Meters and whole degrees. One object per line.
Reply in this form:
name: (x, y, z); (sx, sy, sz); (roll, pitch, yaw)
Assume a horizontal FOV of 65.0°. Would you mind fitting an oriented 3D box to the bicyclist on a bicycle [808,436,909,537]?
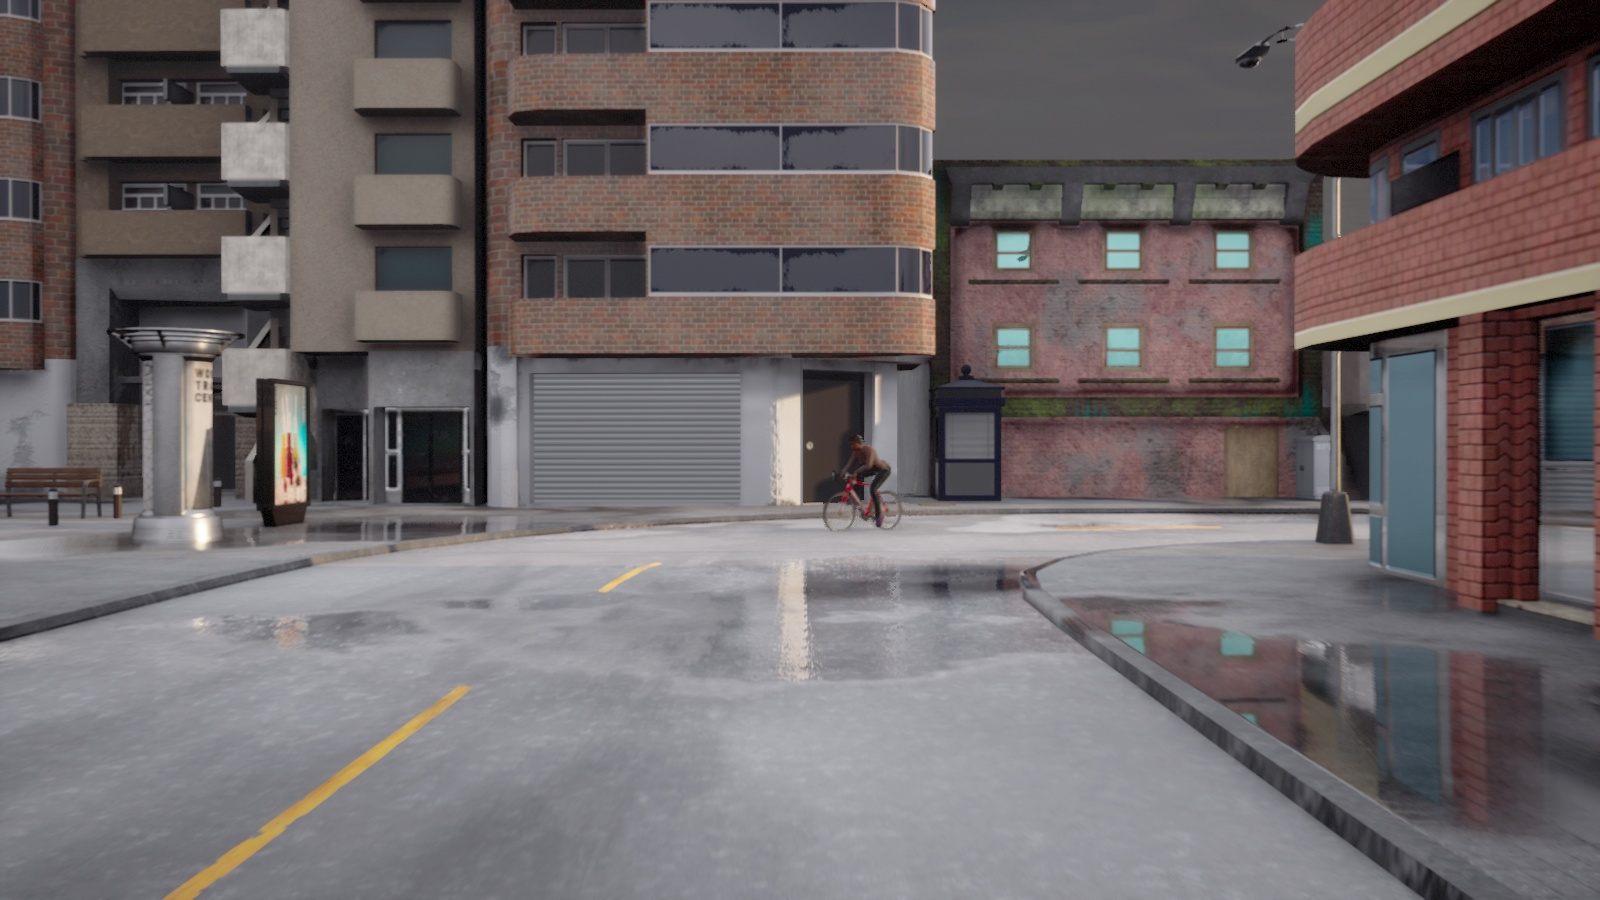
bicyclist on a bicycle: (0.982, 0.576, 20.834); (1.656, 1.620, 0.582); (-1, 2, -34)
